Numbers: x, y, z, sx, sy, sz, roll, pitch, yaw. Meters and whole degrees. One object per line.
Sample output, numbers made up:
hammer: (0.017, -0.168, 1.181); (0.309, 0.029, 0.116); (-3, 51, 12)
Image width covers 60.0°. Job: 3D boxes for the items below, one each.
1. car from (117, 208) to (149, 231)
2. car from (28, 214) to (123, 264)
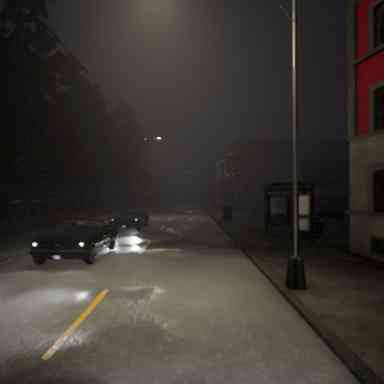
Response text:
car: (-4.101, 1.784, 22.350); (1.895, 1.301, 4.718); (0, 0, 0)
car: (-4.111, 1.704, 12.342); (1.895, 1.301, 4.718); (0, 0, 0)
